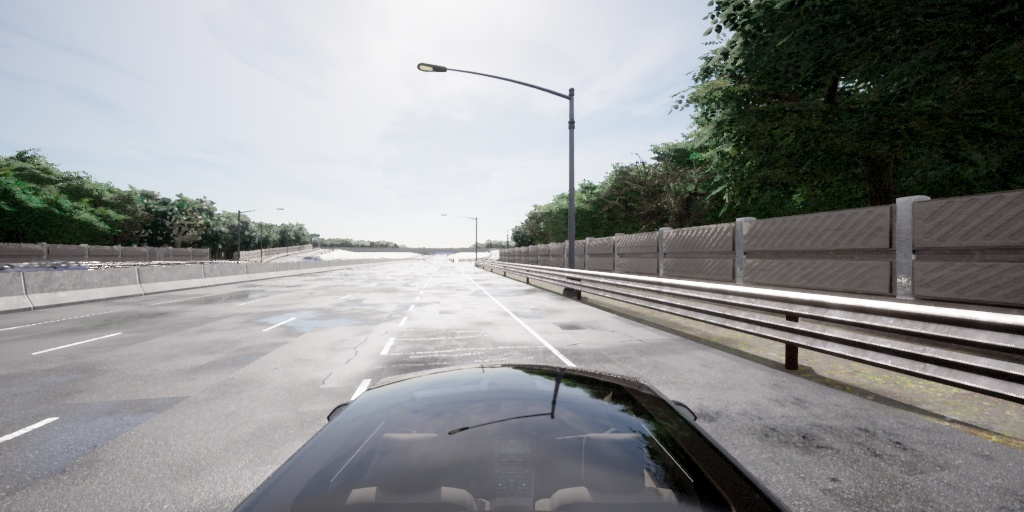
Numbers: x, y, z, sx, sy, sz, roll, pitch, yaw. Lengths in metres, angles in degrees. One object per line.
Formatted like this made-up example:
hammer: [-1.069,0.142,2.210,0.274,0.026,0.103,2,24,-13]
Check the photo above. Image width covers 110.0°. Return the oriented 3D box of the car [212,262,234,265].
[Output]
car: [-31.940,1.326,39.339,2.033,1.411,5.357,0,0,-11]

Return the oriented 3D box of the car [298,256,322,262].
car: [-31.376,1.029,55.881,2.150,2.045,5.566,0,-1,-10]

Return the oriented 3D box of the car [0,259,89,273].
car: [-32.855,1.110,25.252,2.097,1.767,4.553,0,0,-11]

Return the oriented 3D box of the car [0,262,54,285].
car: [-36.462,1.252,25.492,2.128,1.511,4.902,0,0,-11]
